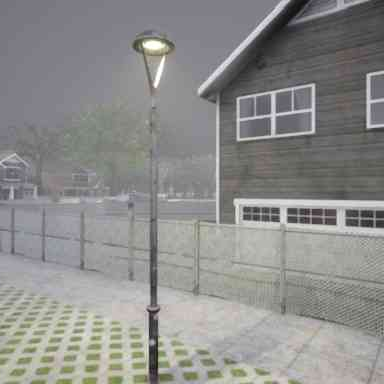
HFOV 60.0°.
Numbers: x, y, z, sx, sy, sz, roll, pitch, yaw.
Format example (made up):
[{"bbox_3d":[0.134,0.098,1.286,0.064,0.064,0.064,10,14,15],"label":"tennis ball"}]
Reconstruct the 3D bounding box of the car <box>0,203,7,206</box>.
[{"bbox_3d":[-16.774,1.548,26.392,1.837,1.490,4.892,0,0,23],"label":"car"}]

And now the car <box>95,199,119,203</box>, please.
[{"bbox_3d":[-10.786,1.594,41.526,2.128,1.511,4.902,0,0,20],"label":"car"}]

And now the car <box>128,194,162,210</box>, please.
[{"bbox_3d":[-6.548,1.322,44.648,2.150,2.045,5.566,0,0,19],"label":"car"}]

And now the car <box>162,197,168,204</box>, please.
[{"bbox_3d":[-5.650,1.564,56.656,1.837,1.490,4.892,0,0,17],"label":"car"}]
